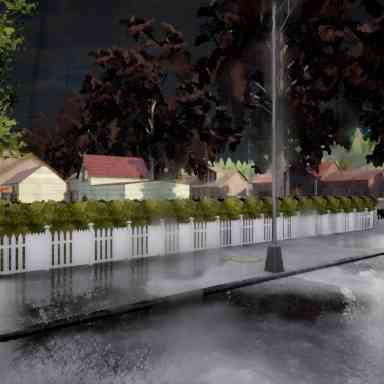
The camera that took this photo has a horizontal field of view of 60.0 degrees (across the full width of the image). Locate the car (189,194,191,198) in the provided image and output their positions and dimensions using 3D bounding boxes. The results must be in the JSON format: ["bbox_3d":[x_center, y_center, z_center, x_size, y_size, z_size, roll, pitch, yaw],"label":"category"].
[{"bbox_3d":[-2.191,1.221,57.456,2.150,2.045,5.566,0,0,-35],"label":"car"}]

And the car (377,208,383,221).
[{"bbox_3d":[14.069,1.601,27.547,1.895,1.301,4.718,0,0,-36],"label":"car"}]
